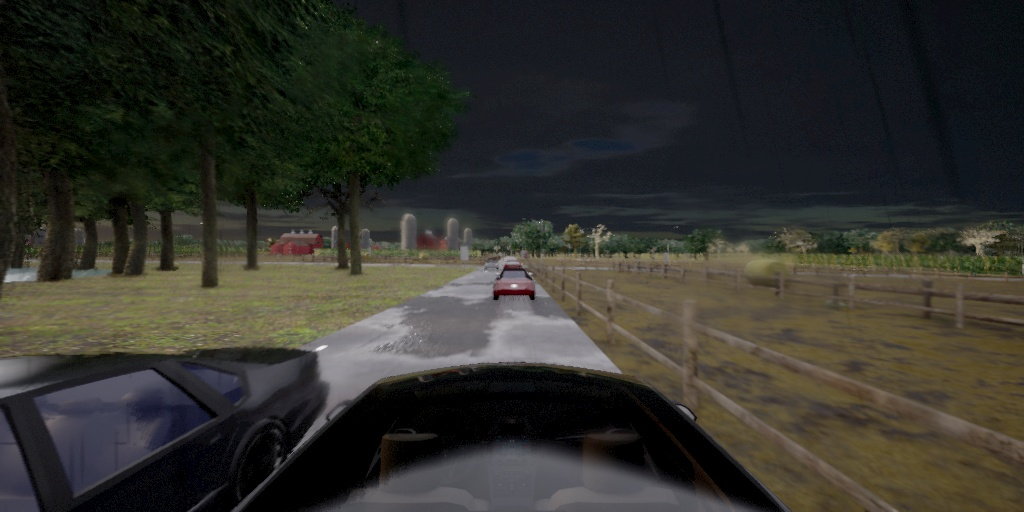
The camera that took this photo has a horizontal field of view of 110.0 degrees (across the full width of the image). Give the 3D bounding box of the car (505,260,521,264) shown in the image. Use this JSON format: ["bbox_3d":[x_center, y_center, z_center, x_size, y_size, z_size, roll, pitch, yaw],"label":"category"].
[{"bbox_3d":[0.097,1.156,35.665,1.882,1.535,5.008,0,0,0],"label":"car"}]

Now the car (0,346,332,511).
[{"bbox_3d":[-2.849,1.298,1.488,2.033,1.411,5.357,0,0,0],"label":"car"}]

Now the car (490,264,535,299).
[{"bbox_3d":[0.099,1.289,17.830,1.994,1.385,4.181,0,0,0],"label":"car"}]

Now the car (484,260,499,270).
[{"bbox_3d":[-2.755,1.233,49.449,1.895,1.301,4.718,0,0,0],"label":"car"}]
